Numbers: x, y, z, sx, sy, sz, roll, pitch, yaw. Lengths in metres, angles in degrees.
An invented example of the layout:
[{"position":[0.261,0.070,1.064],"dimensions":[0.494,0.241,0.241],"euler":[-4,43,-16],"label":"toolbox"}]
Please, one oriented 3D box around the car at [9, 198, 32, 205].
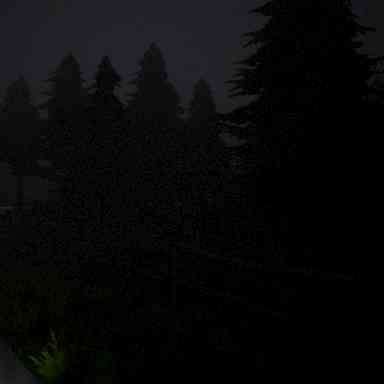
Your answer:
[{"position":[-28.553,1.721,55.562],"dimensions":[1.895,1.301,4.718],"euler":[0,0,-5],"label":"car"}]
